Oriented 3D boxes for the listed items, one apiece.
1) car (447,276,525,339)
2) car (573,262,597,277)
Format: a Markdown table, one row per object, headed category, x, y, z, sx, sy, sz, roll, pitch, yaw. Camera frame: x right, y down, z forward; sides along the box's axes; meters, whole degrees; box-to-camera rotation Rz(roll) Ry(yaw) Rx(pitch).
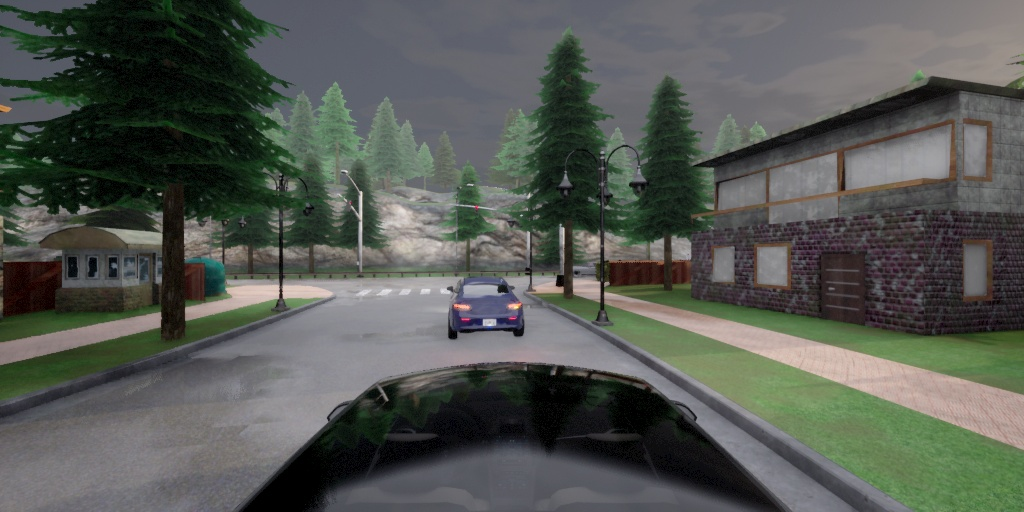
| category | x | y | z | sx | sy | sz | roll | pitch | yaw |
| --- | --- | --- | --- | --- | --- | --- | --- | --- | --- |
| car | -0.832 | 1.276 | 10.050 | 1.812 | 1.442 | 4.674 | 0 | 0 | -9 |
| car | 6.880 | 1.193 | 32.181 | 4.718 | 1.301 | 1.895 | 0 | 0 | -12 |
